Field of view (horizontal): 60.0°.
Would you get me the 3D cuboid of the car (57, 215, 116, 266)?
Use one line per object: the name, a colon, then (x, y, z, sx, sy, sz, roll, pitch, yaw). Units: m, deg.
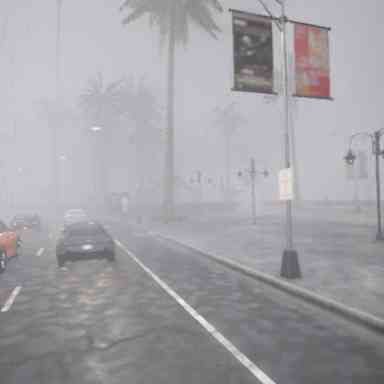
car: (-4.155, 1.846, 12.985, 1.994, 1.385, 4.181, -1, -1, -19)

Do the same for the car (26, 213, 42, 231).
car: (-12.417, 2.262, 25.144, 1.895, 1.301, 4.718, -1, -1, -22)

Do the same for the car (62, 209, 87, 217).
car: (-9.662, 2.143, 27.579, 1.812, 1.442, 4.674, -1, -1, -23)

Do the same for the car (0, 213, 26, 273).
car: (-7.382, 1.702, 11.590, 2.097, 1.767, 4.553, -1, -1, -19)
